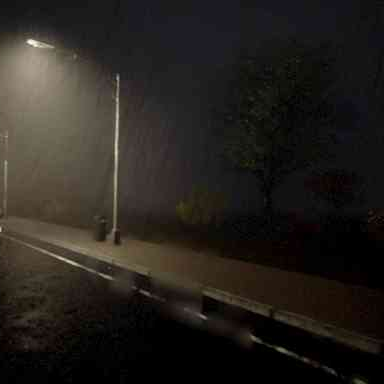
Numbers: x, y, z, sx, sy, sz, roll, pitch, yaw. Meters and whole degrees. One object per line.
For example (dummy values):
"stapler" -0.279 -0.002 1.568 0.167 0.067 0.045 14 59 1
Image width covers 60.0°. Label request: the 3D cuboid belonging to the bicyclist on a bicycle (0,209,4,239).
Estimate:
"bicyclist on a bicycle" -9.523 1.477 16.192 0.659 1.776 1.843 2 -1 -42
